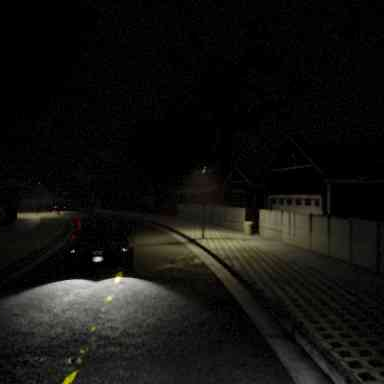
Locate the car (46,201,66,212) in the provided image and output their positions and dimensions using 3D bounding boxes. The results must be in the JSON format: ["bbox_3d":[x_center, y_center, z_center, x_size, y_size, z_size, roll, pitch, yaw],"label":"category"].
[{"bbox_3d":[-20.350,2.132,49.625,1.837,1.490,4.892,1,-1,-40],"label":"car"}]

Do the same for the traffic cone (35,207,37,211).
[{"bbox_3d":[-23.938,2.605,50.942,0.340,0.580,0.340,0,-1,-42],"label":"traffic cone"}]

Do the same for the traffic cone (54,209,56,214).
[{"bbox_3d":[-17.909,2.508,43.360,0.340,0.580,0.340,0,-1,-35],"label":"traffic cone"}]

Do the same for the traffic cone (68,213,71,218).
[{"bbox_3d":[-12.864,2.403,35.092,0.340,0.580,0.340,0,-1,-28],"label":"traffic cone"}]

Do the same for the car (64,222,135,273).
[{"bbox_3d":[-2.957,1.711,11.235,1.994,1.385,4.181,0,-1,-10],"label":"car"}]

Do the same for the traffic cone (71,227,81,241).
[{"bbox_3d":[-6.014,2.178,17.009,0.340,0.580,0.340,0,-1,-14],"label":"traffic cone"}]

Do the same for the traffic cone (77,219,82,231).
[{"bbox_3d":[-7.303,2.235,21.680,0.340,0.580,0.340,0,-1,-17],"label":"traffic cone"}]
